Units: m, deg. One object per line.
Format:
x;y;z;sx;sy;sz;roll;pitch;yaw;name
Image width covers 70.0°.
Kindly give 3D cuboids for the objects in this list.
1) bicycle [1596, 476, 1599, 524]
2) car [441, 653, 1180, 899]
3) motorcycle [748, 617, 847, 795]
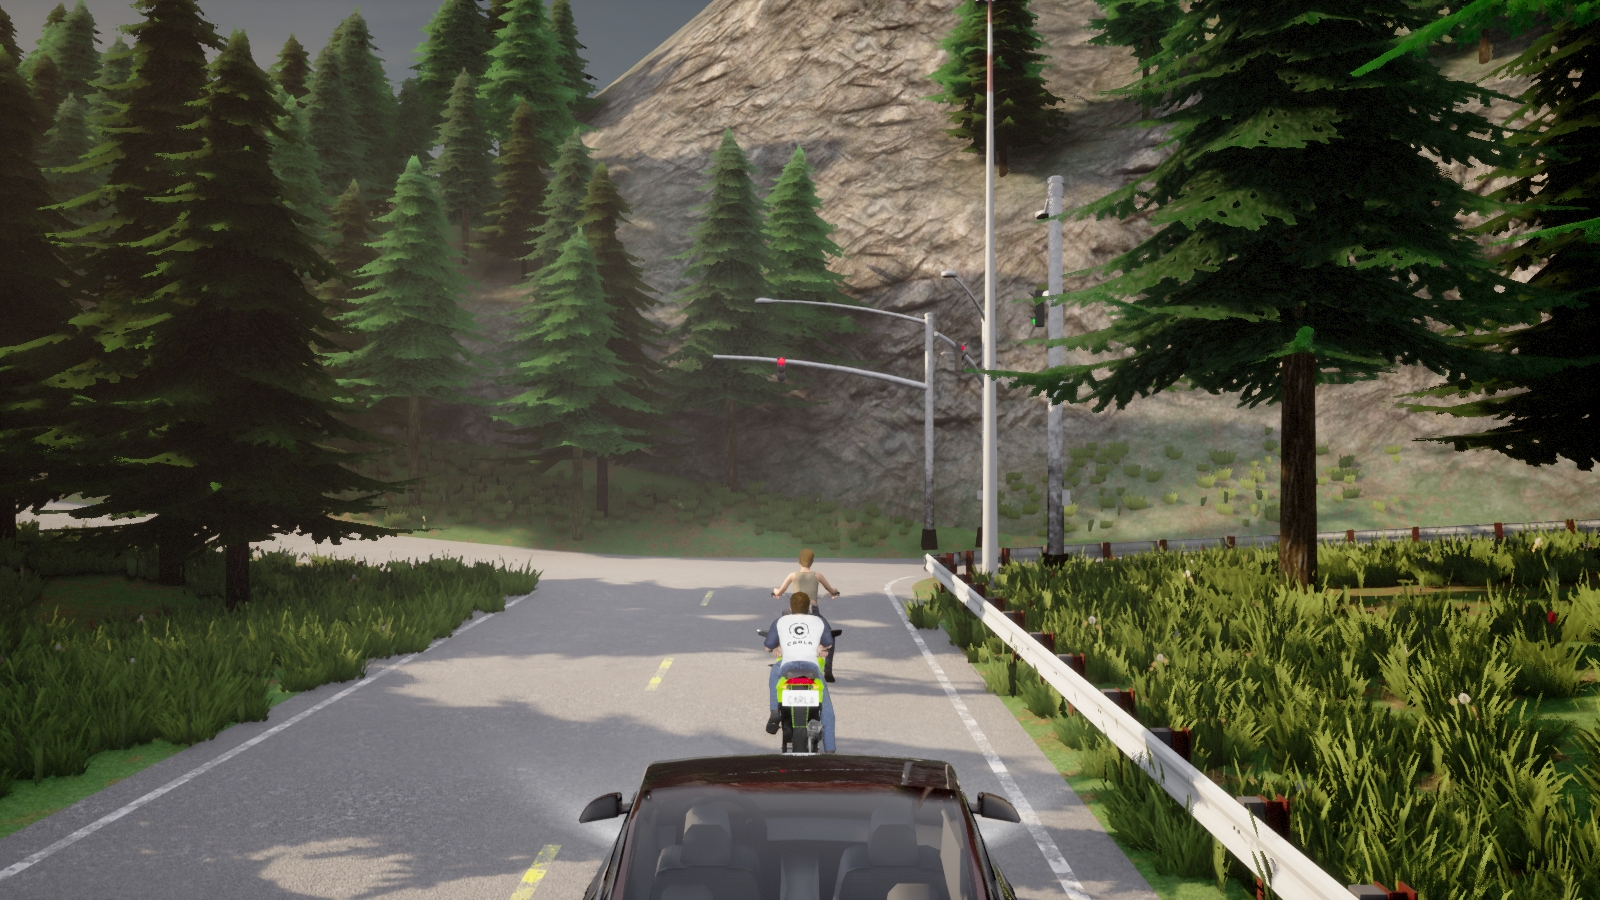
21.727;1.355;29.474;1.835;1.471;0.329;-5;-2;26;bicycle
0.029;2.063;5.012;2.163;1.488;4.792;0;0;0;car
-0.020;2.213;10.238;0.803;1.145;2.033;0;0;0;motorcycle
